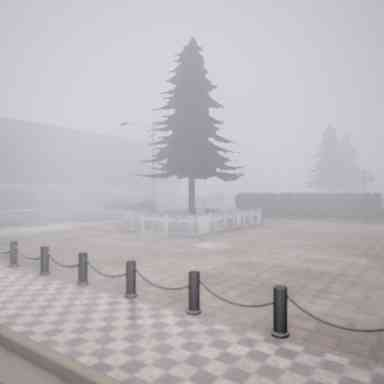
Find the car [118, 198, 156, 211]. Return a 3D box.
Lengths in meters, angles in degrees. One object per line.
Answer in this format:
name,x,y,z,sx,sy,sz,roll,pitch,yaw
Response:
car,-6.465,1.524,41.378,1.812,1.442,4.674,0,0,36

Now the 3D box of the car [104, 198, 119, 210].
car,-9.340,1.524,43.359,1.812,1.442,4.674,0,0,35

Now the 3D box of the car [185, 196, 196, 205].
car,0.740,1.438,57.263,2.128,1.511,4.902,0,0,36

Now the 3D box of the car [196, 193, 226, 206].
car,3.566,1.132,55.199,2.150,2.045,5.566,0,0,36
